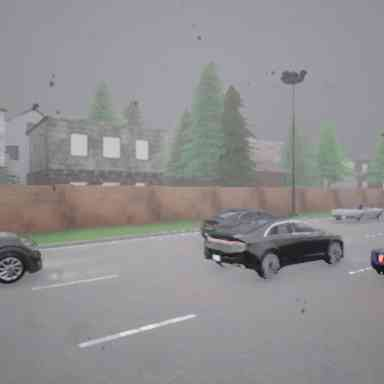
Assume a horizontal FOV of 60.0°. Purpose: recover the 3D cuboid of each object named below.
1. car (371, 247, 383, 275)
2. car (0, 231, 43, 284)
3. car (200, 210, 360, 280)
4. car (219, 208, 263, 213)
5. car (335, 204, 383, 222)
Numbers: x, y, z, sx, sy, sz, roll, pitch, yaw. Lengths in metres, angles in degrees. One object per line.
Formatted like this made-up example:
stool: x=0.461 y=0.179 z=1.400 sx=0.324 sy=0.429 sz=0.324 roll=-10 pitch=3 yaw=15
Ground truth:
car: x=6.650 y=1.579 z=8.511 sx=4.718 sy=1.301 sz=1.895 roll=0 pitch=0 yaw=-35
car: x=-6.141 y=1.353 z=8.085 sx=4.553 sy=1.767 sz=2.097 roll=0 pitch=0 yaw=-35
car: x=2.613 y=1.475 z=9.946 sx=4.902 sy=1.511 sz=2.128 roll=0 pitch=0 yaw=-35
car: x=2.701 y=1.482 z=14.765 sx=4.892 sy=1.490 sz=1.837 roll=0 pitch=1 yaw=-30
car: x=12.858 y=1.547 z=25.679 sx=4.718 sy=1.301 sz=1.895 roll=0 pitch=0 yaw=-37
